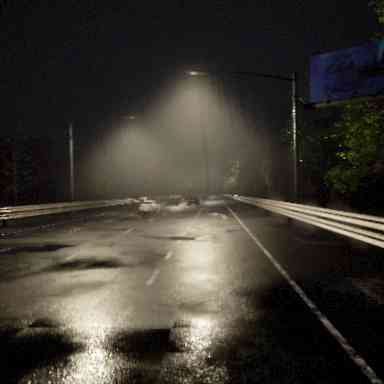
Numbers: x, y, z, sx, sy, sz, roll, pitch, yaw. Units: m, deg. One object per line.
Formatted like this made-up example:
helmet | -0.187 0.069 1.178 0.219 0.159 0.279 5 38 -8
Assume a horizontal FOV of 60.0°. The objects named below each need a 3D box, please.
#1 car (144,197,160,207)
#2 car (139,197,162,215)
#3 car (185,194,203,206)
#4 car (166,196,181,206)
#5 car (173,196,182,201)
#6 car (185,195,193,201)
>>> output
car | -6.634 1.670 55.987 1.837 1.490 4.892 -1 0 4
car | -4.479 1.617 35.945 1.812 1.442 4.674 -1 0 4
car | 0.336 1.533 55.395 1.837 1.490 4.892 -1 0 4
car | -3.148 1.642 55.672 2.033 1.411 5.357 -1 0 4
car | -4.096 1.811 93.649 1.895 1.301 4.718 -1 0 4
car | -0.743 1.622 91.363 1.882 1.535 5.008 -1 0 4
